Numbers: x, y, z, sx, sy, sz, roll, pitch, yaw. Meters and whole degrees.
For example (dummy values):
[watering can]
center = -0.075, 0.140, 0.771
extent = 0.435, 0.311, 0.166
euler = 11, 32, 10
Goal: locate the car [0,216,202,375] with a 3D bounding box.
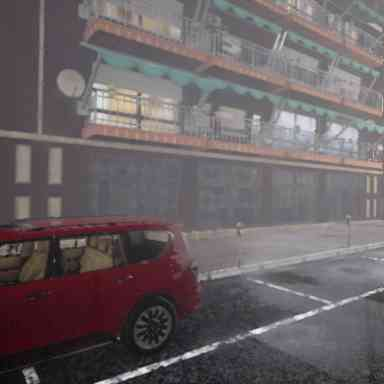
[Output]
[car]
center = -2.165, 1.318, 4.540
extent = 5.009, 1.841, 2.192
euler = 0, 1, -36
